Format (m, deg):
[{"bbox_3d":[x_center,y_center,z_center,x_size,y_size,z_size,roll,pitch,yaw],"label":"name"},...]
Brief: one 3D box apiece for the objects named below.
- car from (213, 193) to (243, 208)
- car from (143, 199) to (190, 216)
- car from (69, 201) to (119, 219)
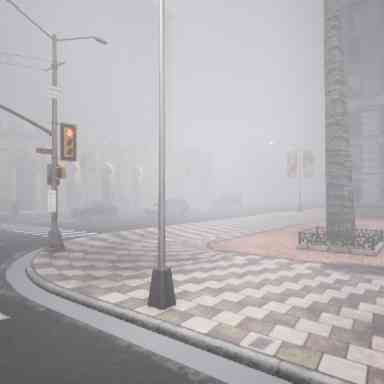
[{"bbox_3d":[5.215,1.224,47.525,2.150,2.045,5.566,0,0,38],"label":"car"},{"bbox_3d":[-2.369,1.601,31.958,1.895,1.301,4.718,0,0,38],"label":"car"},{"bbox_3d":[-8.695,1.526,29.897,1.812,1.442,4.674,0,0,39],"label":"car"}]
